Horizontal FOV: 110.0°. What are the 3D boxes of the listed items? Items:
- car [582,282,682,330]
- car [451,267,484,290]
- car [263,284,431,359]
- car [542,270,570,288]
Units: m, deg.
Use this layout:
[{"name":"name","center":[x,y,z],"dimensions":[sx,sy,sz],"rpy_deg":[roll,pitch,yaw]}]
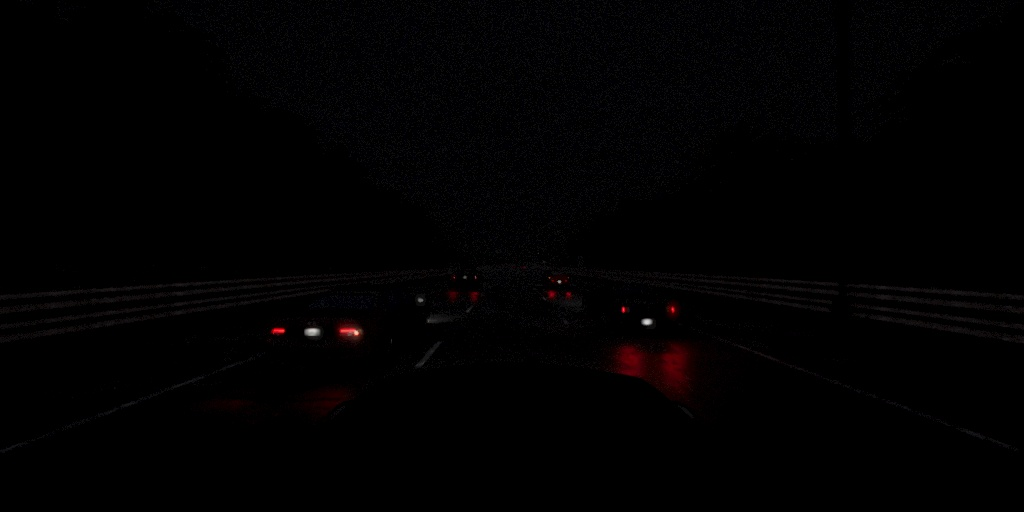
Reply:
[{"name":"car","center":[3.595,1.499,11.755],"dimensions":[1.895,1.301,4.718],"rpy_deg":[0,-1,0]},{"name":"car","center":[-3.411,1.637,28.207],"dimensions":[2.097,1.767,4.553],"rpy_deg":[0,-1,0]},{"name":"car","center":[-3.406,1.390,8.628],"dimensions":[2.033,1.411,5.357],"rpy_deg":[0,-1,0]},{"name":"car","center":[3.590,1.840,29.426],"dimensions":[1.812,1.442,4.674],"rpy_deg":[0,-1,0]}]
